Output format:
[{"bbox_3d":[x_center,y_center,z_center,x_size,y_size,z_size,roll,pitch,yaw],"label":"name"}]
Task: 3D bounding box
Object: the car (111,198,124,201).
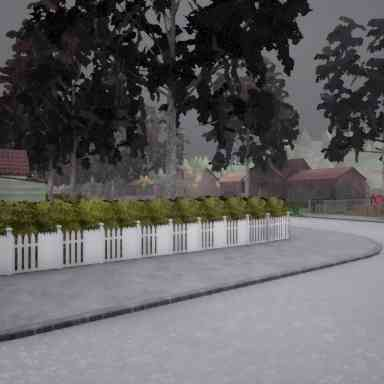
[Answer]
[{"bbox_3d":[-10.898,1.564,48.447,1.994,1.385,4.181,0,0,-35],"label":"car"}]
